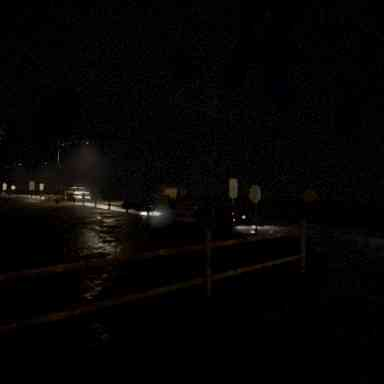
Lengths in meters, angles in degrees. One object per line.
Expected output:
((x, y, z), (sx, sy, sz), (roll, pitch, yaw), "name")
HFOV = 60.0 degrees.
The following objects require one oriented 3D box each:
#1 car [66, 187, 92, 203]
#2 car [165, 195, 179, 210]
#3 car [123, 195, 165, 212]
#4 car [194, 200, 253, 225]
((-15.418, 0.345, 45.259), (2.150, 2.045, 5.566), (1, 0, -35), "car")
((-3.318, 0.995, 33.053), (2.033, 1.411, 5.357), (1, 1, -35), "car")
((-4.578, 1.012, 29.971), (1.994, 1.385, 4.181), (1, 1, -36), "car")
((1.893, 1.234, 20.931), (1.994, 1.385, 4.181), (1, 1, -34), "car")
